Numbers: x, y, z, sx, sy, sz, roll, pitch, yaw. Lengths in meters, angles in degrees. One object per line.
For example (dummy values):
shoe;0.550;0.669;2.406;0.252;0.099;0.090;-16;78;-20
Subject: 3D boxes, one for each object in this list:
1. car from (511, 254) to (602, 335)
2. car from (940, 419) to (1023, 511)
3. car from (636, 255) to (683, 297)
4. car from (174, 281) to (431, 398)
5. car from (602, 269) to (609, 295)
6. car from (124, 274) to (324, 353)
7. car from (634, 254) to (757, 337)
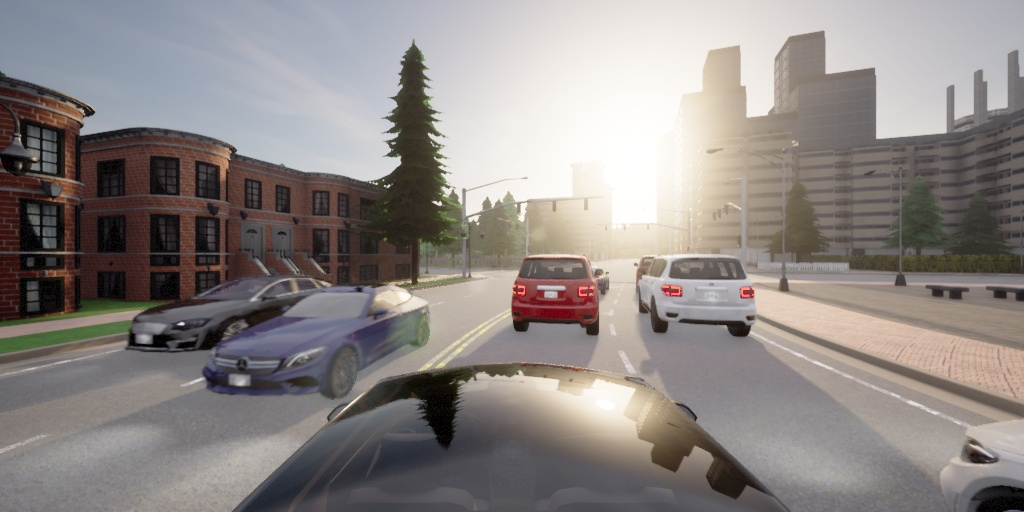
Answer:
car;1.491;0.969;10.765;2.150;2.045;5.566;0;0;13
car;3.764;1.276;0.352;1.812;1.442;4.674;0;0;-1
car;8.165;0.967;20.294;2.150;2.045;5.566;0;0;19
car;-3.023;1.274;6.737;1.812;1.442;4.674;0;0;9
car;4.359;1.271;19.960;1.812;1.442;4.674;0;0;19
car;-6.206;1.240;8.892;2.128;1.511;4.902;0;0;11
car;5.080;0.969;10.597;2.150;2.045;5.566;0;0;14
